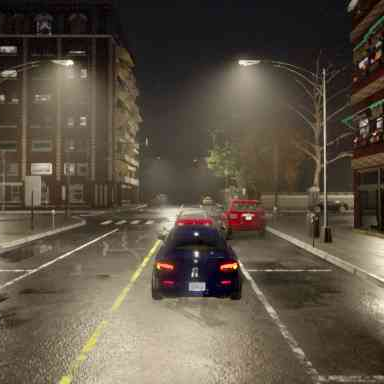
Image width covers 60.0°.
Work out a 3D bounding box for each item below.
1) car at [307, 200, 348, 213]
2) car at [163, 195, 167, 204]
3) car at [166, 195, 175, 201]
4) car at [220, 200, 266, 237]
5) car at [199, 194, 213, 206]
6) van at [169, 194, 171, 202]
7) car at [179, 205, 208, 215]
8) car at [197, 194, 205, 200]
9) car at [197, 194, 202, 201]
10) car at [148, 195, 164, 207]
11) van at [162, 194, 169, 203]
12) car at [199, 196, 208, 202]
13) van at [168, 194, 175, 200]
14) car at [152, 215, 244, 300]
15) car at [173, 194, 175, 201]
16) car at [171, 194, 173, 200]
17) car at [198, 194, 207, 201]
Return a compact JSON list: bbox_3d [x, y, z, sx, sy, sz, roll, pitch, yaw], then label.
[{"bbox_3d":[15.178,1.609,37.223,4.313,1.339,1.947,0,-1,0],"label":"car"},{"bbox_3d":[-5.730,1.619,56.207,1.802,1.307,4.206,1,0,0],"label":"car"},{"bbox_3d":[-5.761,1.625,89.439,2.008,1.369,4.403,1,0,0],"label":"car"},{"bbox_3d":[2.691,1.323,18.179,2.192,1.841,5.009,1,0,0],"label":"car"},{"bbox_3d":[2.651,1.563,56.379,1.752,1.417,4.829,1,0,0],"label":"car"},{"bbox_3d":[-5.736,1.389,67.285,1.690,1.788,3.998,1,0,0],"label":"van"},{"bbox_3d":[0.084,1.609,17.990,1.895,1.301,4.718,0,0,0],"label":"car"},{"bbox_3d":[2.618,1.396,94.975,2.192,1.841,5.009,1,0,0],"label":"car"},{"bbox_3d":[2.635,1.605,72.823,2.008,1.369,4.403,1,0,0],"label":"car"},{"bbox_3d":[-5.725,1.614,50.670,1.802,1.307,4.206,1,0,0],"label":"car"},{"bbox_3d":[-5.731,1.383,61.746,1.690,1.788,3.998,1,0,0],"label":"van"},{"bbox_3d":[2.629,1.626,78.362,1.947,1.339,4.313,1,0,0],"label":"car"},{"bbox_3d":[-5.763,1.422,94.978,1.690,1.788,3.998,1,0,0],"label":"van"},{"bbox_3d":[0.094,1.529,8.246,1.812,1.442,4.674,0,0,0],"label":"car"},{"bbox_3d":[-5.750,1.611,78.362,2.008,1.369,4.403,1,0,0],"label":"car"},{"bbox_3d":[-5.746,1.636,72.823,1.802,1.307,4.206,1,0,0],"label":"car"},{"bbox_3d":[2.628,1.382,83.900,2.192,1.841,5.009,1,0,0],"label":"car"}]
